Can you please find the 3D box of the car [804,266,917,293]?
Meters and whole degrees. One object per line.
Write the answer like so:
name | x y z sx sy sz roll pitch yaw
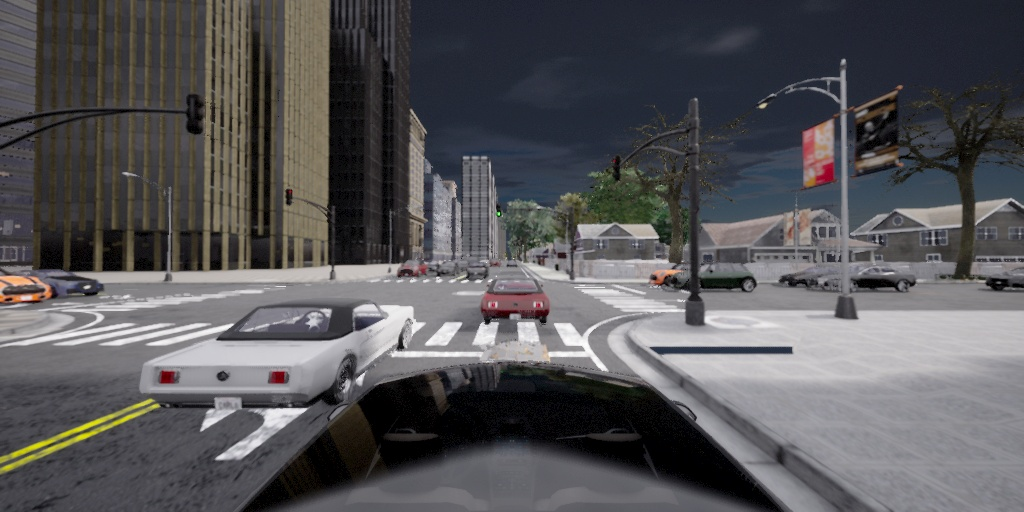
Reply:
car | 20.564 1.305 20.993 4.902 1.511 2.128 0 -1 0

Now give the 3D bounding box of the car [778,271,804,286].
car | 21.210 1.400 24.239 5.357 1.411 2.033 0 -1 0

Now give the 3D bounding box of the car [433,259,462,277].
car | -6.590 1.333 37.565 1.837 1.490 4.892 0 0 0

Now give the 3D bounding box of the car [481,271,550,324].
car | 0.096 1.323 11.811 1.895 1.301 4.718 0 0 0

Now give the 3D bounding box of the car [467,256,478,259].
car | -6.507 1.095 58.350 2.150 2.045 5.566 0 0 0

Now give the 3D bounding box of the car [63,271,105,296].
car | -22.699 1.336 17.397 4.181 1.385 1.994 0 -1 -3

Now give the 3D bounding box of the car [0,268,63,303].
car | -21.494 1.083 14.171 4.553 1.767 2.097 0 -1 -2

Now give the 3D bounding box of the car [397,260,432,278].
car | -9.844 1.177 35.749 2.097 1.767 4.553 0 0 0

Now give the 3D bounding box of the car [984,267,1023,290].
car | 30.858 1.314 20.919 4.892 1.490 1.837 0 -1 1

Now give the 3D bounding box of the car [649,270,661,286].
car | 11.740 1.204 24.302 4.553 1.767 2.097 0 -1 0

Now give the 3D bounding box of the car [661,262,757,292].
car | 11.607 1.164 21.051 4.553 1.767 2.097 0 -1 0

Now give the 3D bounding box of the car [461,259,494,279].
car | -3.152 1.310 33.862 2.128 1.511 4.902 0 0 0

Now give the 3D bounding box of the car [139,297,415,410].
car | -3.152 1.360 6.212 1.895 1.301 4.718 0 0 0
